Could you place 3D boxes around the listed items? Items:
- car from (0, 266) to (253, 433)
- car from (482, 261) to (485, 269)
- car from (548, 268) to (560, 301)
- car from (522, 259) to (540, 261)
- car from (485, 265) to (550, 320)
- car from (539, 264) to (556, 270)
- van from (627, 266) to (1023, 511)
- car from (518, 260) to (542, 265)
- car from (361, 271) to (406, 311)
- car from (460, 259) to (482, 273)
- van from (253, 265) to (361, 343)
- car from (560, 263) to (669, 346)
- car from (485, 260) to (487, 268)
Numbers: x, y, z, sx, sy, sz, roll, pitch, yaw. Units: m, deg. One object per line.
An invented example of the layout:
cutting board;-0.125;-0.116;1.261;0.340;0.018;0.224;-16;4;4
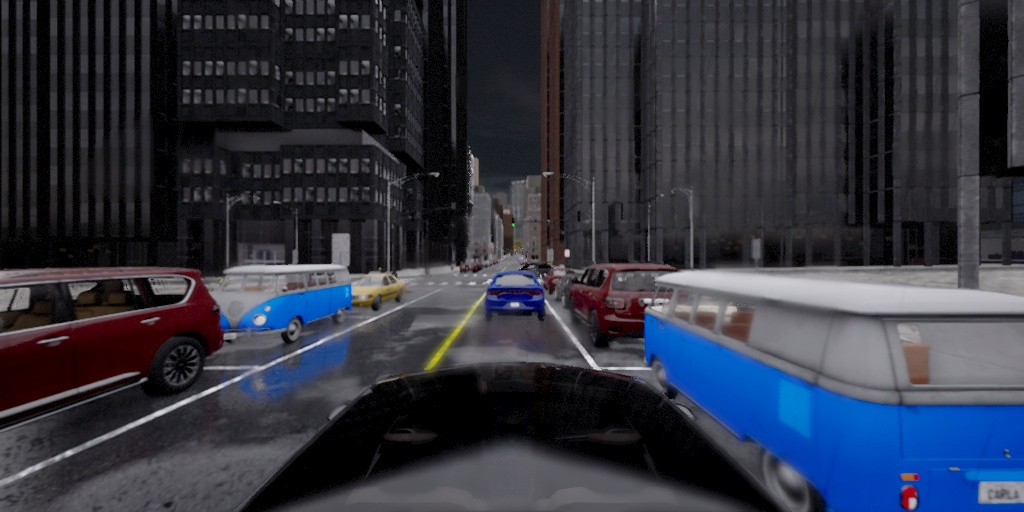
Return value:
car;-5.762;1.073;3.896;2.192;1.841;5.009;0;0;0
car;-5.658;1.296;53.152;2.192;1.841;5.009;0;0;0
car;2.790;1.354;14.917;2.007;1.370;4.403;0;0;0
car;2.856;1.267;47.482;2.192;1.841;5.009;0;0;0
car;0.104;1.273;12.960;1.882;1.535;5.008;0;0;0
car;2.800;1.372;20.442;1.888;1.381;4.507;0;0;0
van;2.770;1.099;3.866;1.690;1.789;3.998;0;0;0
car;2.351;1.355;29.806;1.837;1.490;4.892;-3;0;36
car;-5.738;1.329;14.776;1.751;1.417;4.829;0;0;0
car;-5.670;1.267;47.509;2.192;1.841;5.009;0;0;0
van;-5.750;1.121;9.421;1.690;1.789;3.998;0;0;0
car;2.780;1.095;9.391;2.192;1.841;5.009;0;0;0
car;-5.646;1.576;58.795;1.948;1.339;4.313;0;0;0
